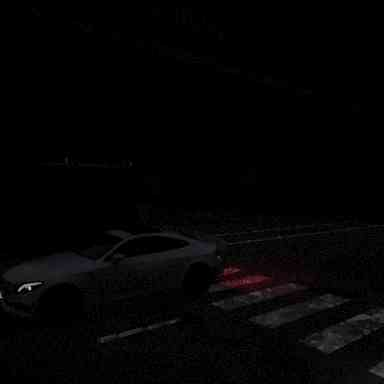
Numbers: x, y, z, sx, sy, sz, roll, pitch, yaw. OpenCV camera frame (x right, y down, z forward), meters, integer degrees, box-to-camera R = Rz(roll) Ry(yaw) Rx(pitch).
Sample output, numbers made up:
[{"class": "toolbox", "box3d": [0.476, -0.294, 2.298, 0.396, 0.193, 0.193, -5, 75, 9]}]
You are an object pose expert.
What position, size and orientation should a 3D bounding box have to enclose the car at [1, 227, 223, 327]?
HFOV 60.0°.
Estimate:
[{"class": "car", "box3d": [-1.415, 1.527, 7.149, 4.674, 1.442, 1.812, 0, 0, -35]}]
